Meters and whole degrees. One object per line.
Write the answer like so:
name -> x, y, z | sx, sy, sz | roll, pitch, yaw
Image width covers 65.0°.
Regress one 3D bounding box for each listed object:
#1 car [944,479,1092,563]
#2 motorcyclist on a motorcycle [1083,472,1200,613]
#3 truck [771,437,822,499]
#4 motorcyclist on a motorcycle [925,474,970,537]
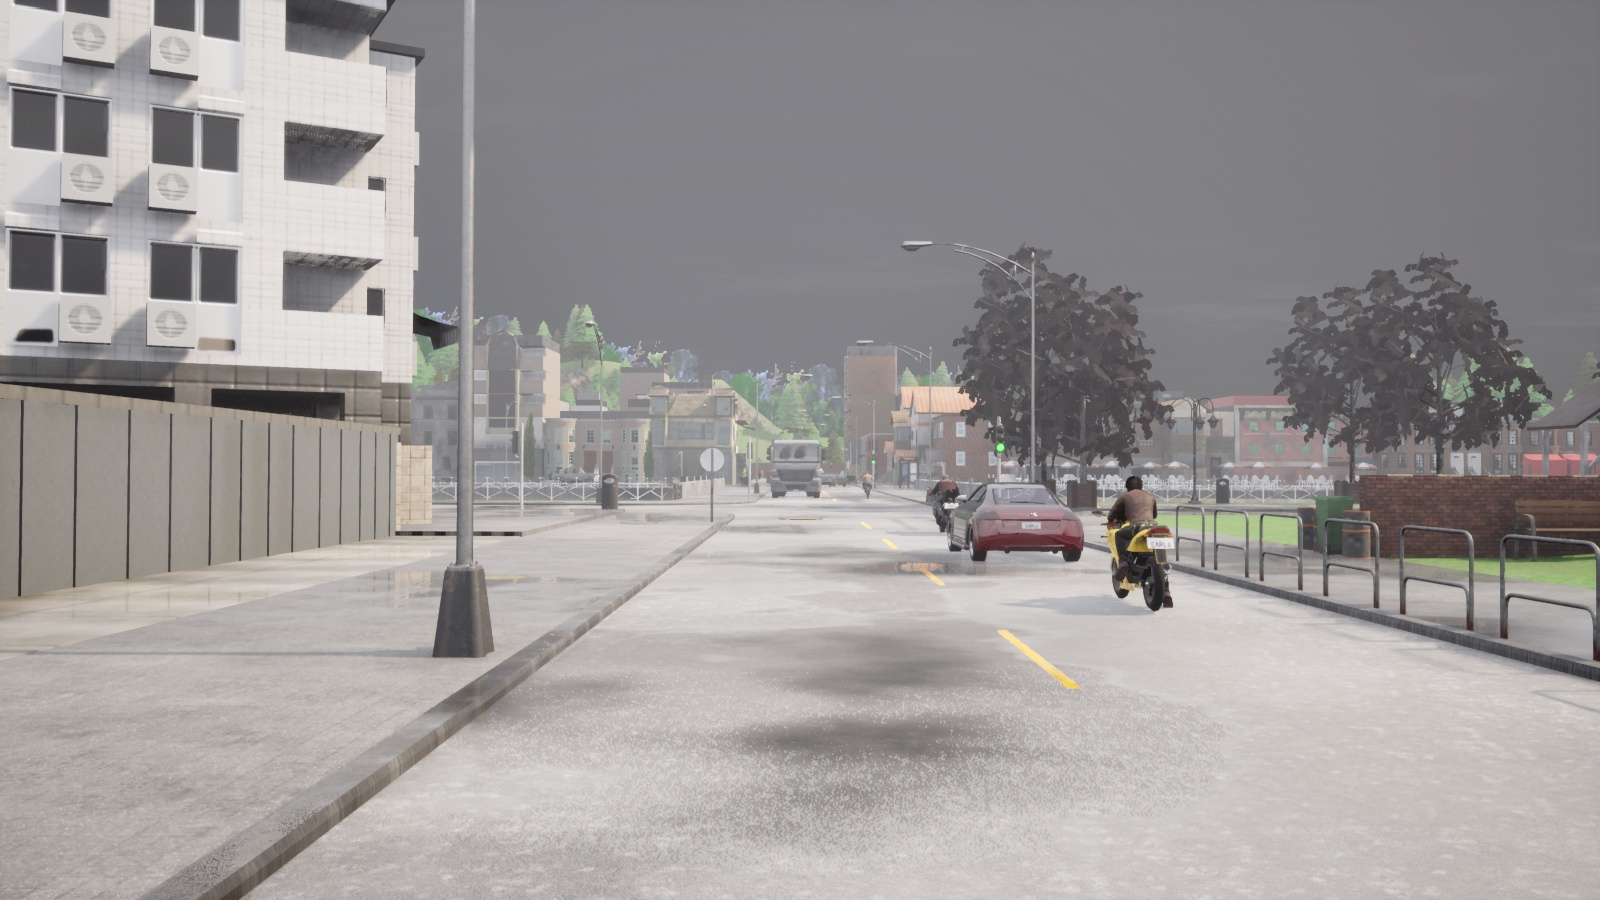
car -> 3.933, 1.254, 23.348 | 1.994, 1.385, 4.181 | 0, -1, 0
motorcyclist on a motorcycle -> 3.957, 1.028, 14.727 | 0.797, 1.523, 2.044 | 0, -1, 0
truck -> -0.218, 1.085, 74.708 | 2.891, 3.462, 7.936 | 0, -1, 0
motorcyclist on a motorcycle -> 3.677, 1.362, 31.448 | 0.866, 1.530, 2.191 | 0, -1, 0
